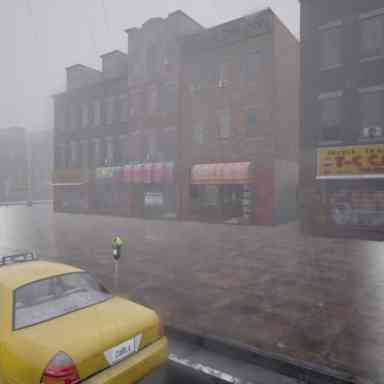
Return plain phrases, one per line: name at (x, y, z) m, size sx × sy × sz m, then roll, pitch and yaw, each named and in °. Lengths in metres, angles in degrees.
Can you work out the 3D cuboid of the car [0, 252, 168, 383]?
car at (-2.554, 1.526, 4.636) m, size 4.829 × 1.417 × 1.752 m, roll 0°, pitch 0°, yaw 36°
